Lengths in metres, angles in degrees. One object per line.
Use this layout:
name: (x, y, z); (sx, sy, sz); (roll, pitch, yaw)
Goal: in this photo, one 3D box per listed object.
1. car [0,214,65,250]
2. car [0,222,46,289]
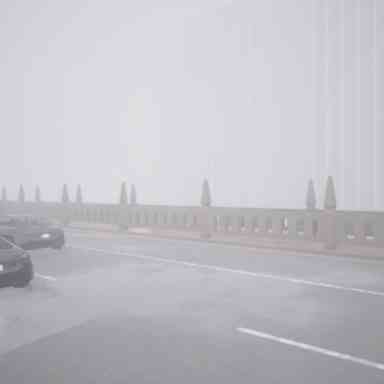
car: (-6.950, 1.571, 13.249); (4.181, 1.385, 1.994); (0, 0, 35)
car: (-5.716, 1.567, 8.069); (4.181, 1.385, 1.994); (0, 0, 36)
